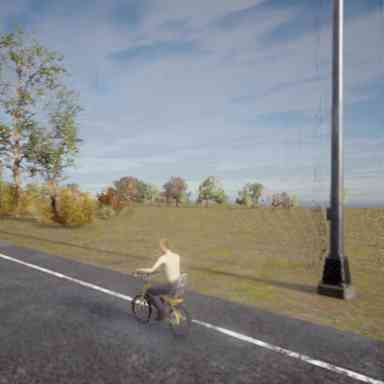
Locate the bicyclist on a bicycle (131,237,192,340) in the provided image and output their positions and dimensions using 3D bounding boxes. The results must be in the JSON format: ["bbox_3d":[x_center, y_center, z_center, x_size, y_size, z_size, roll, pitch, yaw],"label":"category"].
[{"bbox_3d":[-0.549,1.583,5.718,1.509,1.612,0.866,0,-2,42],"label":"bicyclist on a bicycle"}]
